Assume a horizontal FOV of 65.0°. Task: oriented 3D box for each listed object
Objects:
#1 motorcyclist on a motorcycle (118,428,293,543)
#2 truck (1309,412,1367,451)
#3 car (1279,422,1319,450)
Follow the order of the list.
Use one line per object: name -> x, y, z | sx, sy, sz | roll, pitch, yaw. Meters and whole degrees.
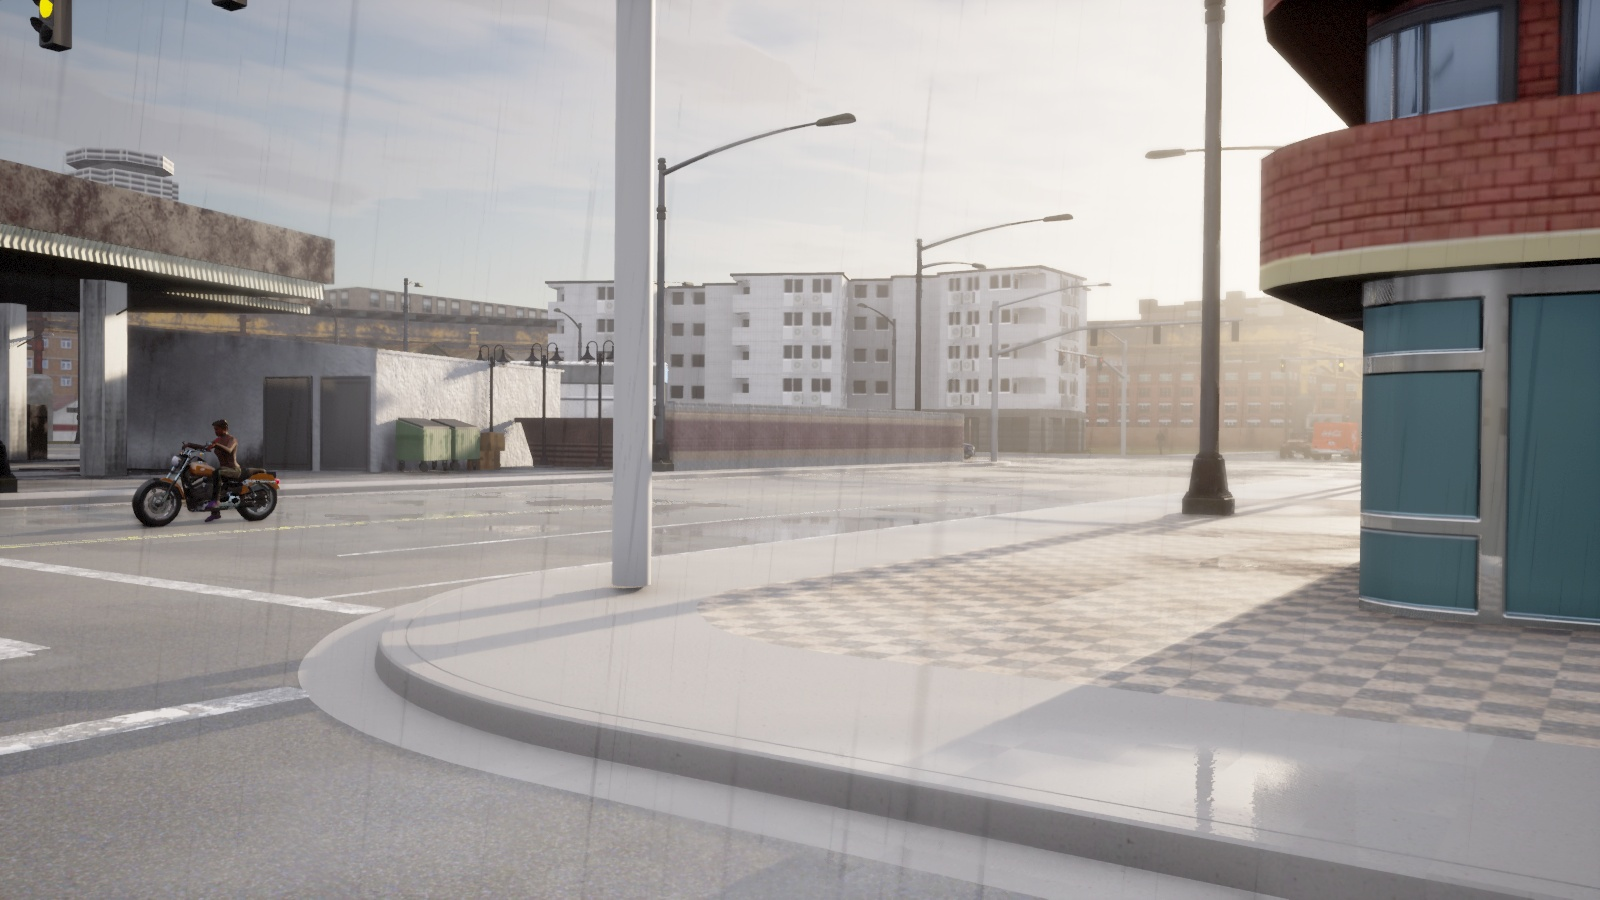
motorcyclist on a motorcycle -> -9.084, 0.500, 19.299 | 0.766, 1.649, 2.350 | 0, 1, 33
truck -> 35.065, -1.191, 81.715 | 2.627, 2.467, 5.204 | 0, 1, 33
car -> 35.025, -0.993, 88.112 | 1.905, 1.878, 3.866 | 0, 1, 33
